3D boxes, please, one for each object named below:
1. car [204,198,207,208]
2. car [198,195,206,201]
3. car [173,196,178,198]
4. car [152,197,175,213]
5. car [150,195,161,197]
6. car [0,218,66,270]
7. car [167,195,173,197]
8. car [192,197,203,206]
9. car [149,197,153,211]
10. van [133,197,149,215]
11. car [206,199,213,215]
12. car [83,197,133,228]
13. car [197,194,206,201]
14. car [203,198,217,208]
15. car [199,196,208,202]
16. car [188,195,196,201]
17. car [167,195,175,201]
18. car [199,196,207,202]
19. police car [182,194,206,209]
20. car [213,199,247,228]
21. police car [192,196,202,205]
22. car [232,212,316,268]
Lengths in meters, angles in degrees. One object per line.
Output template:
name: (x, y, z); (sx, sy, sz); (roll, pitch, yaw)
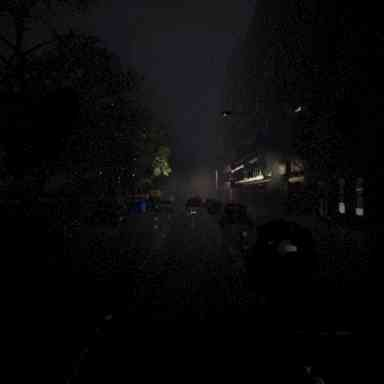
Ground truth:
car: (2.701, 1.643, 39.292); (1.802, 1.307, 4.206); (0, 0, 0)
car: (2.714, 1.636, 89.964); (1.967, 1.590, 4.097); (0, 0, 0)
car: (-2.977, 1.374, 80.031); (1.895, 1.301, 4.718); (0, 0, 0)
car: (-3.084, 1.584, 37.659); (1.812, 1.442, 4.674); (0, 0, 0)
car: (-5.676, 1.401, 50.557); (2.192, 1.841, 5.009); (0, 0, 0)
car: (-5.687, 1.579, 11.143); (1.947, 1.339, 4.313); (0, 0, 0)
car: (-5.668, 1.618, 84.337); (1.967, 1.590, 4.097); (0, 0, 0)
car: (0.916, 1.580, 57.314); (1.882, 1.535, 5.008); (0, 0, 0)
car: (-5.680, 1.643, 39.294); (1.802, 1.307, 4.206); (0, 0, 0)
van: (-5.681, 1.391, 33.663); (1.690, 1.788, 3.998); (0, 0, 0)
car: (2.700, 1.576, 33.832); (1.752, 1.417, 4.829); (0, 0, 0)
car: (-5.684, 1.344, 22.403); (2.192, 1.841, 5.009); (0, 0, 0)
car: (2.715, 1.529, 95.595); (2.192, 1.841, 5.009); (0, 0, 0)
car: (2.704, 1.652, 50.554); (1.947, 1.339, 4.313); (0, 0, 0)
car: (2.712, 1.705, 78.704); (1.887, 1.381, 4.507); (0, 0, 0)
car: (0.023, 1.524, 81.828); (2.033, 1.411, 5.357); (0, 0, 0)
car: (-5.667, 1.636, 89.966); (1.967, 1.590, 4.097); (0, 0, 0)
car: (2.713, 1.722, 84.335); (1.887, 1.381, 4.507); (0, 0, 0)
police car: (0.457, 1.505, 47.612); (1.930, 1.638, 5.238); (0, 0, 12)
car: (2.696, 1.469, 22.401); (1.967, 1.590, 4.097); (0, 0, 0)
police car: (0.918, 1.543, 63.425); (1.930, 1.638, 5.238); (0, 0, 0)
car: (2.693, 1.579, 11.141); (1.947, 1.339, 4.313); (0, 0, 0)
